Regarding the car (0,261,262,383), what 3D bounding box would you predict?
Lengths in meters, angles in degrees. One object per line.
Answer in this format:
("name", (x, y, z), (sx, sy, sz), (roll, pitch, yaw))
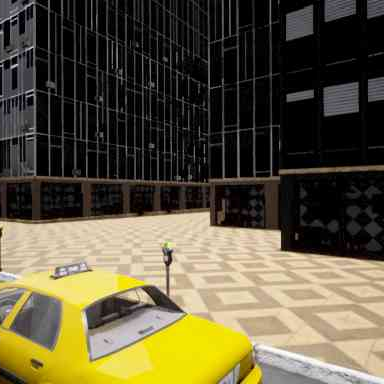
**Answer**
("car", (-1.618, 1.526, 4.021), (4.829, 1.417, 1.752), (0, 0, 35))
